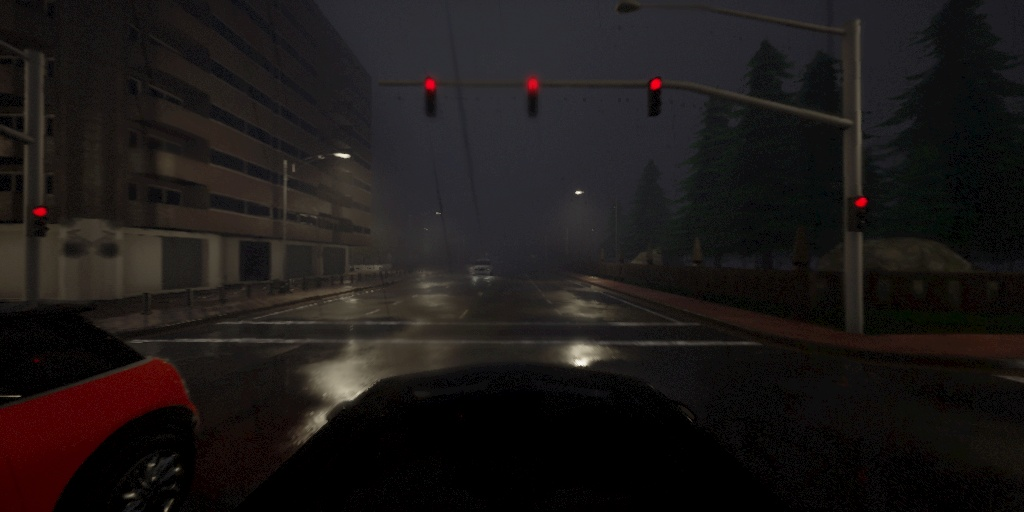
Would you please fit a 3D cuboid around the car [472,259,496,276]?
[{"bbox_3d":[-3.501,1.440,43.554,2.150,2.045,5.566,0,1,0],"label":"car"}]

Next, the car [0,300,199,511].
[{"bbox_3d":[-3.506,1.044,0.848,2.097,1.767,4.553,0,0,0],"label":"car"}]
